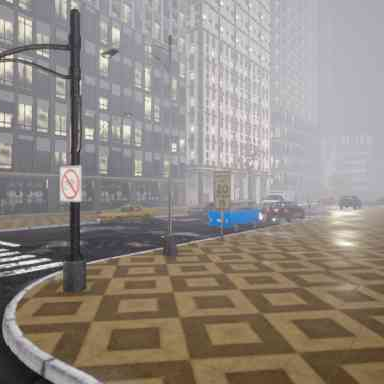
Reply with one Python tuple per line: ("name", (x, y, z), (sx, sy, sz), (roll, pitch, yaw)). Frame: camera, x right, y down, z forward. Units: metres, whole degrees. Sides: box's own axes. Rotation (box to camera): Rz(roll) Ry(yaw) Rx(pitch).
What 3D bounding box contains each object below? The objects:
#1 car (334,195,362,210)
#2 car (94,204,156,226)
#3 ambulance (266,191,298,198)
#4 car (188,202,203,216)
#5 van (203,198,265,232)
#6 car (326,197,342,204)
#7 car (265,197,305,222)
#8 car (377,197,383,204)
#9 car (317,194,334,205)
("car", (21.218, 1.368, 44.490), (2.192, 1.841, 5.009), (0, 0, 38))
("car", (-4.733, 1.540, 23.969), (1.752, 1.417, 4.829), (0, 0, 38))
("ambulance", (10.254, 1.062, 38.979), (2.351, 2.431, 6.366), (0, 0, 38))
("car", (1.384, 1.604, 31.685), (1.802, 1.307, 4.206), (0, 0, 38))
("van", (2.652, 1.368, 20.247), (1.690, 1.788, 3.998), (0, 0, 38))
("car", (28.575, 1.624, 66.924), (2.008, 1.369, 4.403), (0, 0, 38))
("car", (7.623, 1.472, 26.870), (1.967, 1.590, 4.097), (0, 0, 38))
("car", (38.211, 1.658, 66.514), (1.947, 1.339, 4.313), (0, 0, 38))
("car", (25.176, 1.380, 62.520), (2.192, 1.841, 5.009), (0, 0, 38))
